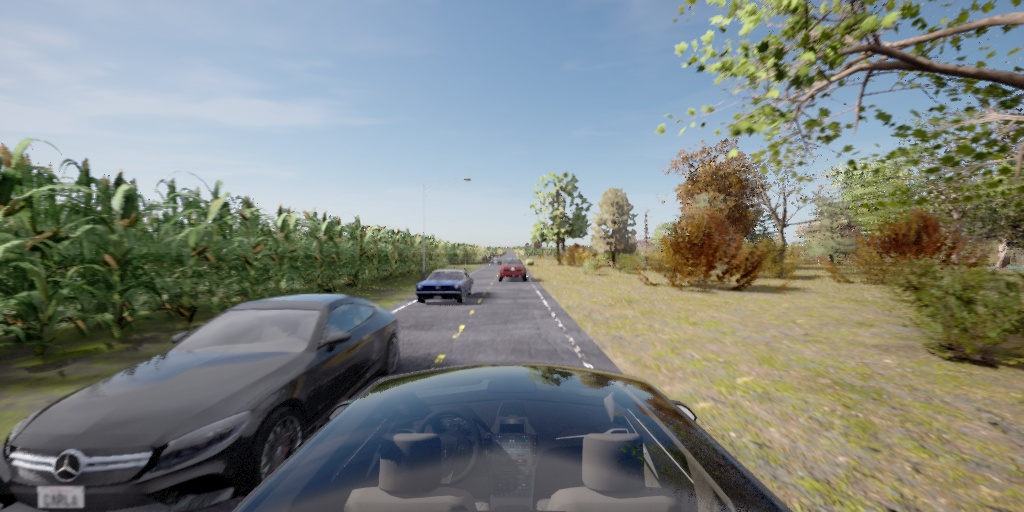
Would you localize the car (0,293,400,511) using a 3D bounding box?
[{"bbox_3d":[-2.848,1.261,4.592,1.812,1.442,4.674,0,0,0],"label":"car"}]

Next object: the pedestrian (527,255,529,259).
[{"bbox_3d":[2.818,0.666,62.713,0.375,1.860,0.375,0,1,0],"label":"pedestrian"}]

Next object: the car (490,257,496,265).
[{"bbox_3d":[-2.788,0.853,63.869,2.128,1.511,4.902,0,0,1],"label":"car"}]

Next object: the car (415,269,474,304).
[{"bbox_3d":[-2.844,1.275,15.999,1.895,1.301,4.718,0,0,0],"label":"car"}]

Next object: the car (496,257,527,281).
[{"bbox_3d":[0.062,0.956,28.326,2.097,1.767,4.553,0,0,0],"label":"car"}]

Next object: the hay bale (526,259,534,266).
[{"bbox_3d":[3.119,1.031,61.605,1.220,1.180,1.240,0,0,0],"label":"hay bale"}]
